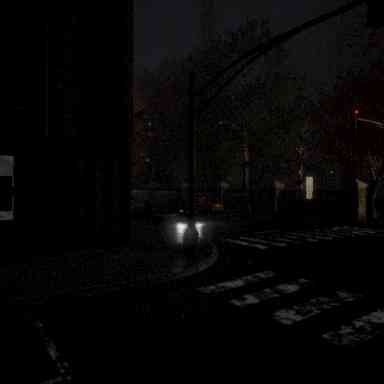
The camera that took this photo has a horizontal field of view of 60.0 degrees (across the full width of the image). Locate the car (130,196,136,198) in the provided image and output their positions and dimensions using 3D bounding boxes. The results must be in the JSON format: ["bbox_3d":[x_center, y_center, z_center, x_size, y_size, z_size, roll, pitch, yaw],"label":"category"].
[{"bbox_3d":[-5.837,1.156,25.482,1.802,1.307,4.206,2,0,-36],"label":"car"}]

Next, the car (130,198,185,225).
[{"bbox_3d":[-2.580,1.254,21.006,1.802,1.307,4.206,2,0,-36],"label":"car"}]

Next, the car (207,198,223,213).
[{"bbox_3d":[0.843,1.125,30.546,1.752,1.417,4.829,1,0,-36],"label":"car"}]

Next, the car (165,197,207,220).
[{"bbox_3d":[-1.295,1.182,23.624,1.812,1.442,4.674,0,1,-36],"label":"car"}]

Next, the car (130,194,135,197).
[{"bbox_3d":[-8.830,0.859,43.840,2.008,1.369,4.403,1,0,-36],"label":"car"}]
